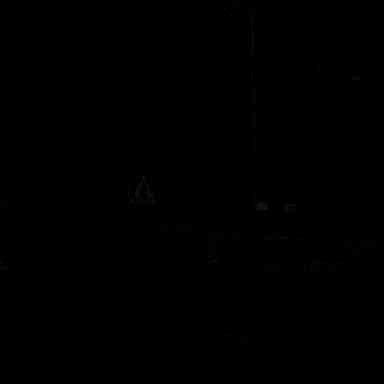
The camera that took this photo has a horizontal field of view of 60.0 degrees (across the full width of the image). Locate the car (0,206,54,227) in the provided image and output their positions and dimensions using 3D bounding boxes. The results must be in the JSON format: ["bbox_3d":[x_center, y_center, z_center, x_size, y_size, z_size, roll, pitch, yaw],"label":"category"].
[{"bbox_3d":[-13.954,1.940,26.731,4.792,1.488,2.163,2,-1,-37],"label":"car"}]

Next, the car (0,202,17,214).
[{"bbox_3d":[-25.022,1.997,42.150,4.892,1.521,2.231,1,-1,-33],"label":"car"}]

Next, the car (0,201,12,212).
[{"bbox_3d":[-28.094,2.040,46.818,4.792,1.488,2.163,1,-1,-32],"label":"car"}]

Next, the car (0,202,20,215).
[{"bbox_3d":[-23.465,2.018,39.904,4.792,1.488,2.163,2,-1,-34],"label":"car"}]

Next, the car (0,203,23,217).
[{"bbox_3d":[-21.964,2.007,37.625,4.792,1.488,2.163,2,-1,-35],"label":"car"}]

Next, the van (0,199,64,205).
[{"bbox_3d":[-10.625,1.643,22.388,4.442,1.987,1.878,2,-2,-38],"label":"van"}]

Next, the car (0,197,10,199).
[{"bbox_3d":[-12.220,1.643,24.627,5.566,2.045,2.435,2,-2,-38],"label":"car"}]

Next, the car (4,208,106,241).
[{"bbox_3d":[-7.119,1.826,18.132,4.892,1.521,2.231,2,-2,-38],"label":"car"}]

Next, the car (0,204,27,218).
[{"bbox_3d":[-20.365,2.008,35.410,4.674,1.452,2.002,2,-1,-35],"label":"car"}]

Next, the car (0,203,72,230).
[{"bbox_3d":[-8.799,1.724,20.317,4.553,1.767,2.185,2,-2,-38],"label":"car"}]
